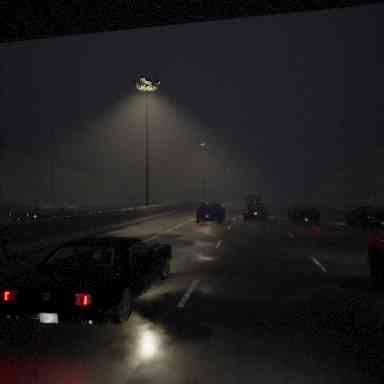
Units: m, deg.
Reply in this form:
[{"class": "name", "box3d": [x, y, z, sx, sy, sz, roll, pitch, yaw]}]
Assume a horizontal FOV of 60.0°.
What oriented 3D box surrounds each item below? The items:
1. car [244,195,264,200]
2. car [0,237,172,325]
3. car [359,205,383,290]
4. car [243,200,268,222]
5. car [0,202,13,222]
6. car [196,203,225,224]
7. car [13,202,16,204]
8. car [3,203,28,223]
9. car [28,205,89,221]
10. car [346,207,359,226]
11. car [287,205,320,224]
[{"class": "car", "box3d": [7.845, 1.386, 42.050, 2.150, 2.045, 5.566, 0, 0, 9]}, {"class": "car", "box3d": [-1.801, 1.641, 7.265, 1.895, 1.301, 4.718, 0, 0, 10]}, {"class": "car", "box3d": [5.056, 1.230, 5.853, 2.150, 2.045, 5.566, 0, 0, 10]}, {"class": "car", "box3d": [5.350, 1.672, 27.865, 1.994, 1.385, 4.181, 0, 0, 11]}, {"class": "car", "box3d": [-16.528, 1.706, 25.701, 1.812, 1.442, 4.674, 0, 0, 10]}, {"class": "car", "box3d": [1.548, 1.593, 26.389, 1.882, 1.535, 5.008, 0, 0, 10]}, {"class": "car", "box3d": [-18.640, 1.774, 34.000, 2.033, 1.411, 5.357, 0, 0, 10]}, {"class": "car", "box3d": [-12.712, 1.774, 27.279, 1.895, 1.301, 4.718, 0, 0, 10]}, {"class": "car", "box3d": [-9.612, 1.751, 24.692, 1.895, 1.301, 4.718, 0, 0, 10]}, {"class": "car", "box3d": [11.285, 1.580, 21.123, 1.812, 1.442, 4.674, 0, 0, 10]}, {"class": "car", "box3d": [8.580, 1.688, 25.964, 1.895, 1.301, 4.718, 0, 0, 10]}]
